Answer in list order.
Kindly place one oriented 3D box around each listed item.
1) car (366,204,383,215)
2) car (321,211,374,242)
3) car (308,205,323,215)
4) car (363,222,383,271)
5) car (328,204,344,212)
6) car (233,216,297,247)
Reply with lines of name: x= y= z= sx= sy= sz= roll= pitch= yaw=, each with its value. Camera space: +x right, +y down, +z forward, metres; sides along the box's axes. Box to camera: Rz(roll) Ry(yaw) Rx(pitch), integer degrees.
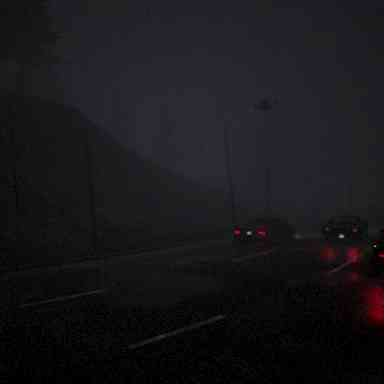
car: x=22.897 y=2.184 z=41.019 sx=1.882 sy=1.535 sz=5.008 roll=-1 pitch=-2 yaw=17
car: x=8.747 y=1.963 z=18.644 sx=1.895 sy=1.301 sz=4.718 roll=-2 pitch=-2 yaw=33
car: x=18.157 y=2.581 z=49.060 sx=2.033 sy=1.411 sz=5.357 roll=-2 pitch=-2 yaw=15
car: x=7.126 y=1.697 z=10.778 sx=1.812 sy=1.442 sz=4.674 roll=-2 pitch=-2 yaw=38
car: x=22.621 y=2.561 z=52.361 sx=1.812 sy=1.442 sz=4.674 roll=-2 pitch=-2 yaw=16
car: x=3.954 y=1.976 z=17.490 sx=2.033 sy=1.411 sz=5.357 roll=-2 pitch=-2 yaw=32
